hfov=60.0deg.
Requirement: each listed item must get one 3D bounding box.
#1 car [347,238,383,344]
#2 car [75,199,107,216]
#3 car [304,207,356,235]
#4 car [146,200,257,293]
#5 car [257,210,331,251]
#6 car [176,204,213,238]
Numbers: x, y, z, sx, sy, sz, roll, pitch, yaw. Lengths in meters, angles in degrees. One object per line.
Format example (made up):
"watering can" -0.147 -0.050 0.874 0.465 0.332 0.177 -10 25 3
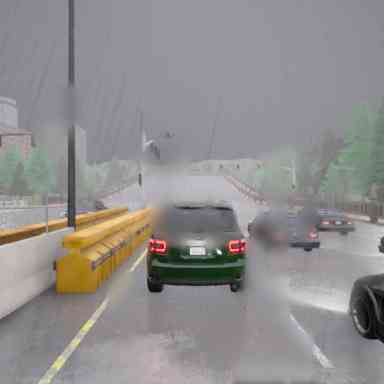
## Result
"car" 3.606 1.564 3.913 1.994 1.385 4.181 0 0 0
"car" -6.983 1.349 21.884 2.097 1.767 4.553 0 0 0
"car" 7.116 1.547 18.654 2.033 1.411 5.357 0 0 0
"car" 0.110 1.222 9.030 2.150 2.045 5.566 0 0 0
"car" 3.615 1.547 13.990 2.033 1.411 5.357 0 0 0
"car" 0.119 1.505 18.881 1.837 1.490 4.892 0 0 0
